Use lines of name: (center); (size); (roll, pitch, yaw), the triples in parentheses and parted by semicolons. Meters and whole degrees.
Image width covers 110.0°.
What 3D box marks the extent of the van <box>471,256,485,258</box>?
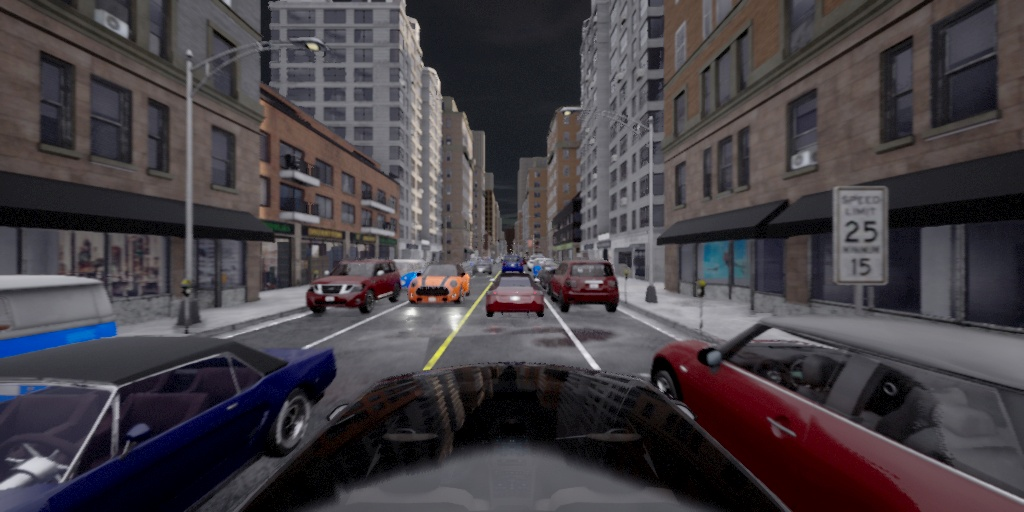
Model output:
van: (-5.852, 1.010, 58.730); (1.690, 1.789, 3.998); (0, 0, 0)

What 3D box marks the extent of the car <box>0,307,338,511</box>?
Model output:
car: (-3.071, 1.351, 2.274); (1.895, 1.301, 4.718); (0, 0, -2)

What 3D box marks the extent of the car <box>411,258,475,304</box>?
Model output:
car: (-3.096, 1.095, 16.143); (2.097, 1.767, 4.553); (0, 0, 0)

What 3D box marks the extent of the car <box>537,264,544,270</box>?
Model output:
car: (2.670, 1.306, 19.639); (1.948, 1.339, 4.313); (0, 0, 0)

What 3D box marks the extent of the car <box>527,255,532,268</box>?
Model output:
car: (3.111, 0.925, 45.736); (2.150, 2.045, 5.566); (0, 0, 0)

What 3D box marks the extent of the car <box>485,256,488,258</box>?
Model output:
car: (-5.851, 1.223, 64.316); (1.948, 1.339, 4.313); (0, 0, 0)

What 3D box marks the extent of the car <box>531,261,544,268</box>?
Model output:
car: (2.670, 1.284, 25.225); (2.007, 1.370, 4.403); (0, 0, 0)

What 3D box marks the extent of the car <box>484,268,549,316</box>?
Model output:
car: (0.101, 1.310, 13.366); (1.994, 1.385, 4.181); (0, 0, 0)

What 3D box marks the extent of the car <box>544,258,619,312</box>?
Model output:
car: (2.669, 1.060, 14.054); (2.192, 1.841, 5.009); (0, 0, 0)

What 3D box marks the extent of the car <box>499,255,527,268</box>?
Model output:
car: (0.069, 0.939, 36.344); (2.150, 2.045, 5.566); (0, 0, 0)

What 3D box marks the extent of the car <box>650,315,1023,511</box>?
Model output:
car: (2.668, 1.190, 2.883); (1.967, 1.591, 4.097); (0, 0, 0)

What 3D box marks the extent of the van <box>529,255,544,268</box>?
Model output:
van: (2.671, 1.066, 30.811); (1.690, 1.789, 3.998); (0, 0, 0)

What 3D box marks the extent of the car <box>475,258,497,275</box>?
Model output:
car: (-3.002, 1.206, 37.621); (2.128, 1.511, 4.902); (0, 0, 0)

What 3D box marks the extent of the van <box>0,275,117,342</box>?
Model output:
van: (-5.858, 1.091, 2.867); (1.690, 1.789, 3.998); (0, 0, 0)

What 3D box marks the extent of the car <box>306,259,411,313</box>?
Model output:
car: (-5.856, 1.060, 14.040); (2.192, 1.841, 5.009); (0, 0, 0)
